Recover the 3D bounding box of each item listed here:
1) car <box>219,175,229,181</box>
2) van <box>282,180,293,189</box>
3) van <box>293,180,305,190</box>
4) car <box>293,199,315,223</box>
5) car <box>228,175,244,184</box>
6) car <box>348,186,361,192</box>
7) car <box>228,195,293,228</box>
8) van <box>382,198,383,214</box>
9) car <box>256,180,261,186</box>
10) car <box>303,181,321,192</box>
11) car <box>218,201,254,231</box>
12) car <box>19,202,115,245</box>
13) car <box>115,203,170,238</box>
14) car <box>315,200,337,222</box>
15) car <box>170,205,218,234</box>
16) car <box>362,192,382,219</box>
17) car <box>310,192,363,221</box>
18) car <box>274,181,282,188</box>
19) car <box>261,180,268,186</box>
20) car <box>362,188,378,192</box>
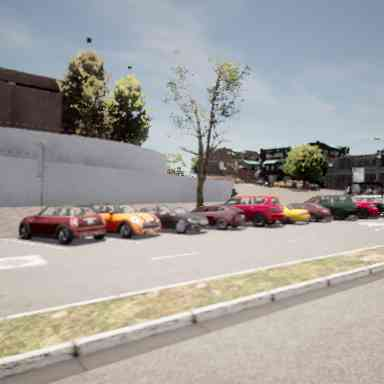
[{"bbox_3d":[10.822,-3.634,93.559,2.435,2.045,5.566,7,3,34],"label":"car"},{"bbox_3d":[22.911,-1.701,76.265,1.878,1.987,4.442,7,3,35],"label":"van"},{"bbox_3d":[24.638,-1.428,73.792,1.878,1.987,4.442,7,4,35],"label":"van"},{"bbox_3d":[5.872,1.519,24.581,5.366,1.575,1.946,-1,-1,35],"label":"car"},{"bbox_3d":[12.670,-3.112,91.298,1.946,1.575,5.366,7,3,34],"label":"car"},{"bbox_3d":[31.599,-0.364,64.037,2.435,2.045,5.566,7,3,35],"label":"car"},{"bbox_3d":[3.551,1.261,22.756,5.566,2.045,2.435,-1,-1,35],"label":"car"},{"bbox_3d":[15.963,1.325,31.333,4.442,1.987,1.878,-1,-1,35],"label":"van"},{"bbox_3d":[17.769,-2.253,83.783,2.002,1.452,4.674,7,3,35],"label":"car"},{"bbox_3d":[26.395,-0.930,71.428,2.231,1.521,4.892,7,3,35],"label":"car"},{"bbox_3d":[1.105,1.534,21.012,4.792,1.488,2.163,-1,-1,35],"label":"car"},{"bbox_3d":[-6.181,1.366,15.762,4.553,1.767,2.185,-1,-1,35],"label":"car"},{"bbox_3d":[-3.784,1.369,17.544,4.553,1.767,2.185,-1,-1,35],"label":"car"},{"bbox_3d":[8.480,1.568,26.207,4.674,1.452,2.002,-1,-1,35],"label":"car"},{"bbox_3d":[-1.317,1.500,19.268,4.892,1.521,2.231,-1,-1,35],"label":"car"},{"bbox_3d":[13.424,1.292,29.665,5.566,2.045,2.435,-1,-1,35],"label":"car"},{"bbox_3d":[10.909,1.285,27.962,5.566,2.045,2.435,-1,-1,35],"label":"car"},{"bbox_3d":[21.339,-1.748,78.997,1.946,1.575,5.366,7,3,35],"label":"car"},{"bbox_3d":[19.509,-1.980,81.319,2.002,1.452,4.674,7,3,35],"label":"car"},{"bbox_3d":[33.288,0.198,61.563,2.002,1.452,4.674,7,3,35],"label":"car"}]
